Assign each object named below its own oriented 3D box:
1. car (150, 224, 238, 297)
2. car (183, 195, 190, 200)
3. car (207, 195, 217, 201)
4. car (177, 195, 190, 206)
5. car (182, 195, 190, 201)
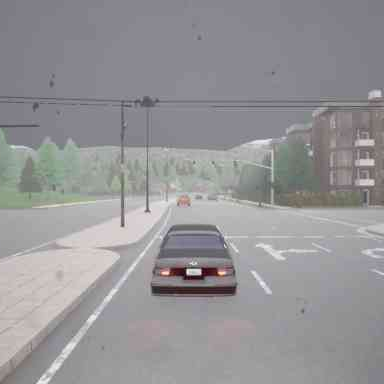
[{"bbox_3d":[0.042,1.547,8.758,2.033,1.411,5.357,0,0,0],"label":"car"},{"bbox_3d":[-1.546,1.571,95.643,1.895,1.301,4.718,0,0,0],"label":"car"},{"bbox_3d":[5.478,1.539,85.374,2.033,1.411,5.357,0,0,0],"label":"car"},{"bbox_3d":[-1.358,1.352,54.503,2.097,1.767,4.553,0,0,-1],"label":"car"},{"bbox_3d":[-1.522,1.523,85.328,1.812,1.442,4.674,0,0,0],"label":"car"}]
